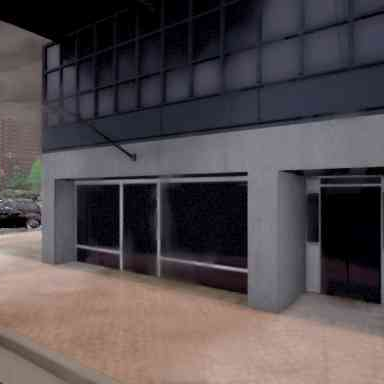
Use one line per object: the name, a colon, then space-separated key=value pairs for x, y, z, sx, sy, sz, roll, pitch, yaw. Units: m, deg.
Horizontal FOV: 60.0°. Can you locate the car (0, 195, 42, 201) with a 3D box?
car: x=-11.692 y=1.346 z=23.344 sx=2.097 sy=1.767 sz=4.553 roll=0 pitch=0 yaw=36

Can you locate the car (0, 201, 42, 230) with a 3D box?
car: x=-10.820 y=1.487 z=18.571 sx=2.128 sy=1.511 sz=4.902 roll=0 pitch=0 yaw=36

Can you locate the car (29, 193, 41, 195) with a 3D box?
car: x=-30.160 y=1.138 z=64.684 sx=4.605 sy=1.855 sz=1.932 roll=0 pitch=0 yaw=35
